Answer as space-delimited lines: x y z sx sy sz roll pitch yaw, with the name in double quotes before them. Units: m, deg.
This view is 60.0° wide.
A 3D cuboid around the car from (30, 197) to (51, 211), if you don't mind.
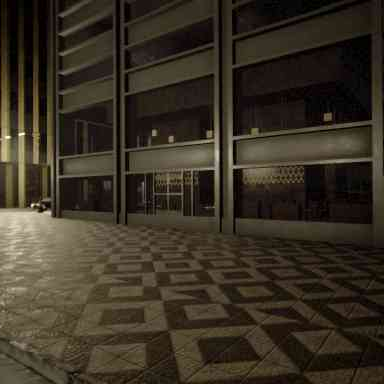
"car" -16.002 1.339 38.249 2.128 1.511 4.902 0 0 36
